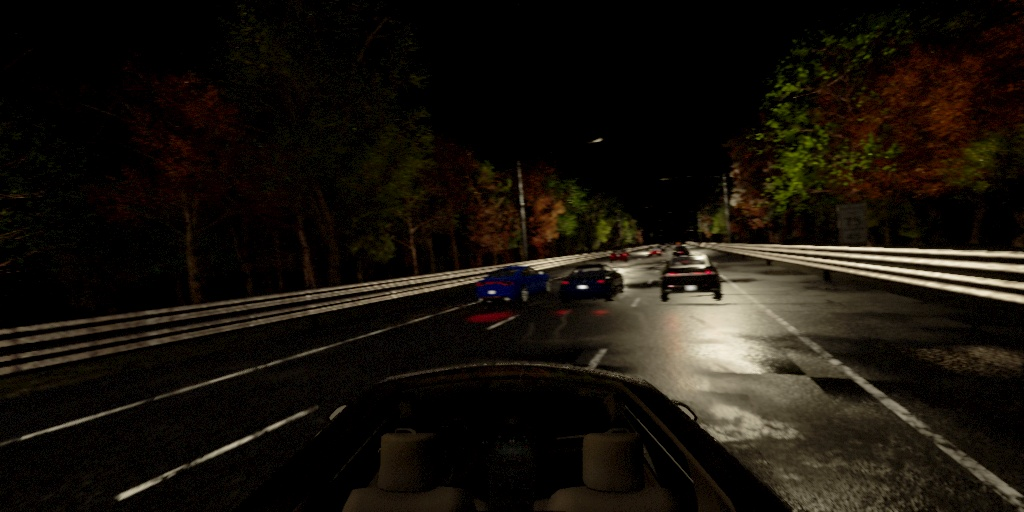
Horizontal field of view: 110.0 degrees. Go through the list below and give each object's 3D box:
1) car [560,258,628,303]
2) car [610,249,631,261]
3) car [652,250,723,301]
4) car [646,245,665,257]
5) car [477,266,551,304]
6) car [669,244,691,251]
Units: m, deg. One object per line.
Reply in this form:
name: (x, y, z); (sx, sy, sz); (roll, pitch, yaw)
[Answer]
car: (3.392, 1.026, 14.819); (1.994, 1.385, 4.181); (-5, 0, 25)
car: (14.013, -0.094, 46.247); (2.097, 1.767, 4.553); (-5, 0, 25)
car: (6.569, 0.698, 13.381); (2.128, 1.511, 4.902); (-5, 0, 25)
car: (22.258, -0.530, 55.757); (1.895, 1.301, 4.718); (-5, 0, 25)
car: (0.238, 1.192, 16.331); (1.882, 1.535, 5.008); (-5, 0, 25)
car: (18.722, -0.309, 39.757); (1.837, 1.490, 4.892); (-5, 0, 25)
